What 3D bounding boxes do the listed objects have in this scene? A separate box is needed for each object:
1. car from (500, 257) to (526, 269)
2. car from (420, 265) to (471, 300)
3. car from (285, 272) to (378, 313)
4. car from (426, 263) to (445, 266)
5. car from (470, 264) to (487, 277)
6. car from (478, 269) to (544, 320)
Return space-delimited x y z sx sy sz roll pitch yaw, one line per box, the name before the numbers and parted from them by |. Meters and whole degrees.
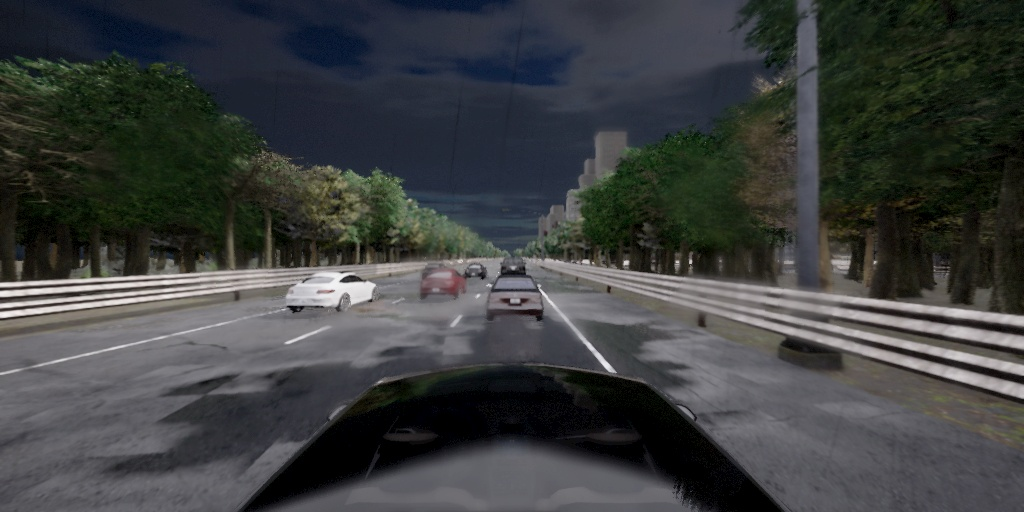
car | 0.103 1.127 31.873 2.150 2.045 5.566 0 0 0
car | -3.413 1.365 18.345 1.812 1.442 4.674 0 0 0
car | -6.906 1.344 14.179 1.812 1.442 4.674 0 0 0
car | -6.897 1.415 32.897 1.837 1.490 4.892 0 0 0
car | -3.396 1.441 33.924 1.812 1.442 4.674 0 0 0
car | 0.097 1.359 12.890 2.033 1.411 5.357 0 0 0
